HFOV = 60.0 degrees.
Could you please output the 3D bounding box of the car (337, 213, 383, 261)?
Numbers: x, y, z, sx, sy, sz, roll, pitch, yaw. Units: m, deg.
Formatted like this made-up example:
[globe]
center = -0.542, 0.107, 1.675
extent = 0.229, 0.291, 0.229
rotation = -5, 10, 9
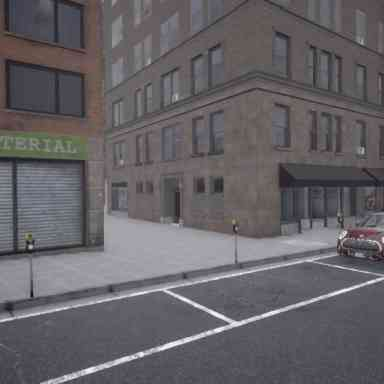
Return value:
[car]
center = 6.829, 1.438, 11.539
extent = 4.097, 1.590, 1.967
rotation = 0, -1, -36
